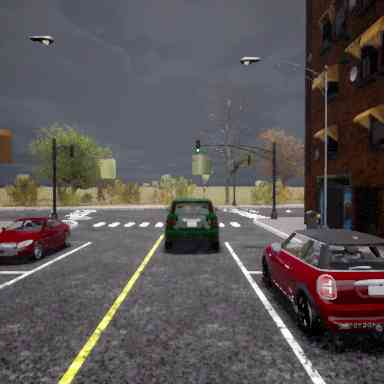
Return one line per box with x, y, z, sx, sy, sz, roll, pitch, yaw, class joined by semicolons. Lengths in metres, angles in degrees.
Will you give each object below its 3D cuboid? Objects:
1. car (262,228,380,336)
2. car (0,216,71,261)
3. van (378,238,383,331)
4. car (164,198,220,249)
2.674;1.437;6.722;1.967;1.590;4.097;-1;0;0;car
-5.800;1.576;12.192;1.802;1.307;4.206;-1;0;0;car
2.672;1.340;1.199;1.690;1.788;3.998;-1;0;0;van
0.000;1.252;14.681;2.150;2.045;5.566;0;0;0;car
